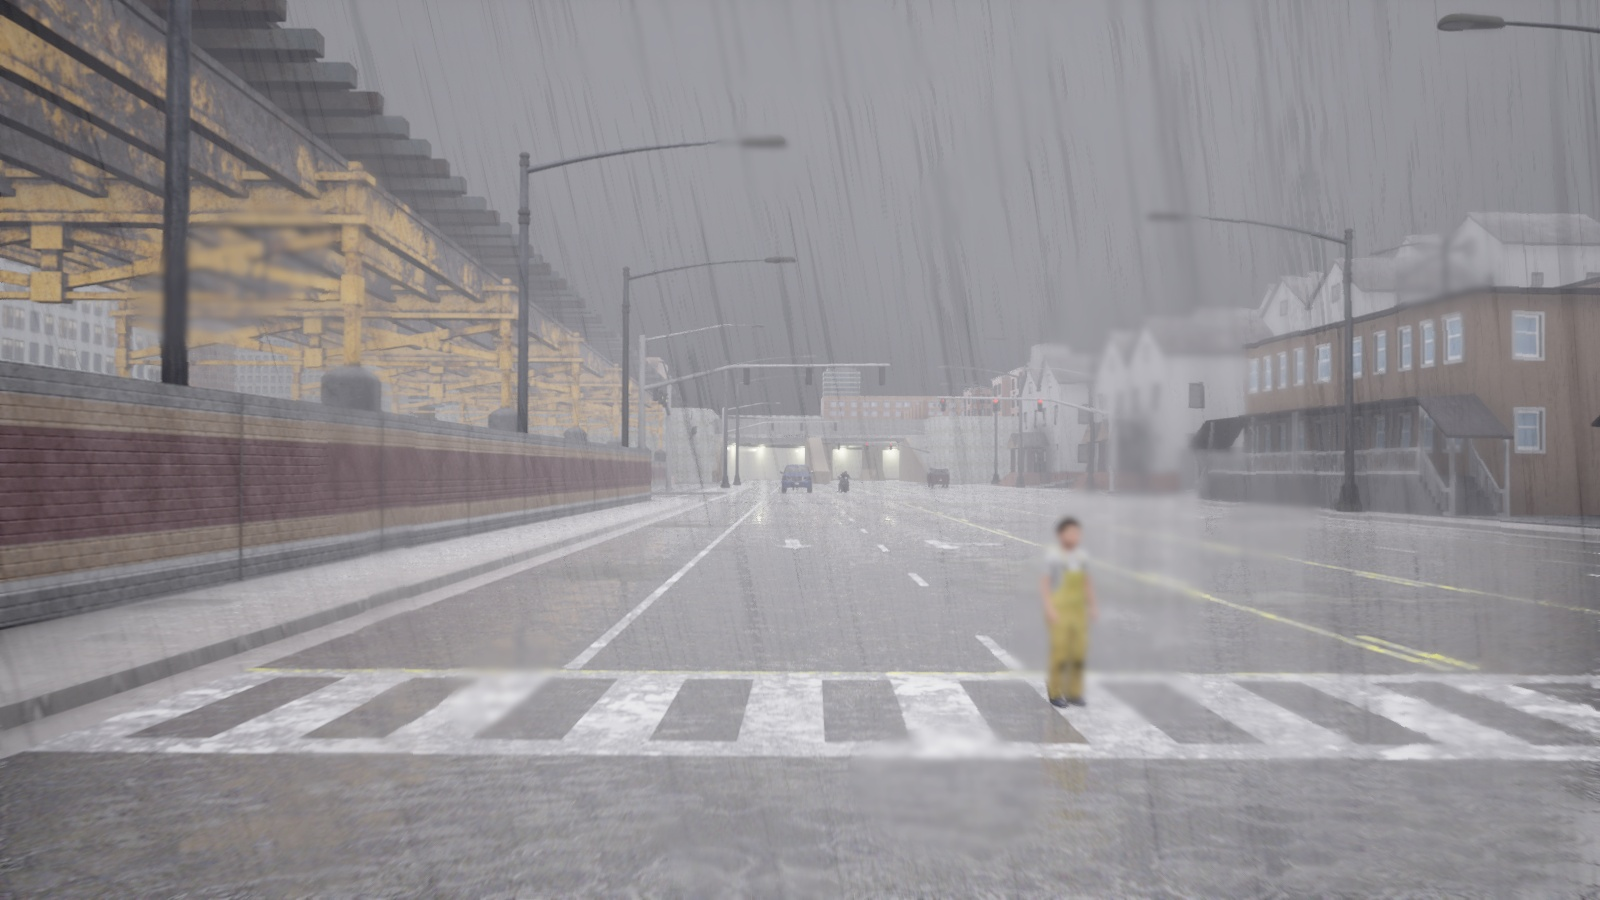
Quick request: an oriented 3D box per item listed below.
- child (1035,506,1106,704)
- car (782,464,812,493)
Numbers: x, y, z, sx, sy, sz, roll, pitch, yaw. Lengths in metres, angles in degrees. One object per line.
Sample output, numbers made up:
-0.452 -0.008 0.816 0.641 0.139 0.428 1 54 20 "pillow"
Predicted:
1.797 1.013 8.362 0.270 1.263 0.437 0 -1 -18 "child"
-0.207 2.073 91.902 2.150 2.045 5.566 0 -1 0 "car"
